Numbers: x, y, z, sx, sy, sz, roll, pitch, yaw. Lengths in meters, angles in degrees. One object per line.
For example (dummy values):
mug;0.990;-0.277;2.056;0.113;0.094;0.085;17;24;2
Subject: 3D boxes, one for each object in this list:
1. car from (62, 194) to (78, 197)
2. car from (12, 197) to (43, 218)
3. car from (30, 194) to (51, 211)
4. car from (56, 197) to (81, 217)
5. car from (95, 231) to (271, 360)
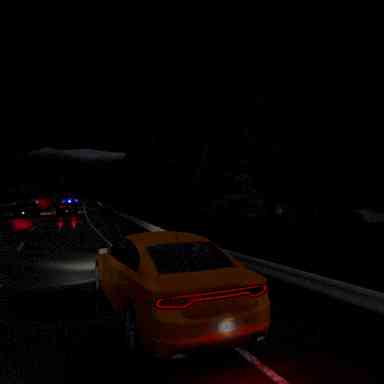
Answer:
car;-15.165;1.221;41.478;2.150;2.045;5.566;0;0;-18
car;-14.962;1.505;30.189;1.837;1.490;4.892;0;0;-19
car;-18.336;1.221;40.098;2.150;2.045;5.566;0;0;-19
car;-11.781;1.492;31.566;2.128;1.511;4.902;0;0;-19
car;-0.602;1.478;6.287;1.882;1.535;5.008;0;0;-24
